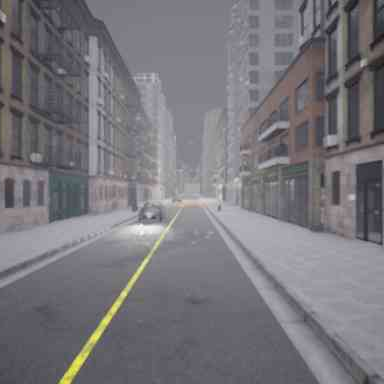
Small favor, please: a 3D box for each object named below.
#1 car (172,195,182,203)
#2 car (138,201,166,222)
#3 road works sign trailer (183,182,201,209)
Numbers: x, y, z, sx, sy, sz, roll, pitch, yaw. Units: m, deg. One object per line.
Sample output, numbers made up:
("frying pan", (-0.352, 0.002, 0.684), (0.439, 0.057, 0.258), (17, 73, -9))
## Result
("car", (-3.008, 1.464, 66.618), (1.837, 1.490, 4.892), (0, 0, 0))
("car", (-3.097, 1.499, 26.536), (2.128, 1.511, 4.902), (0, 0, 0))
("road works sign trailer", (0.006, 0.458, 44.706), (2.380, 3.560, 2.880), (0, 0, 0))
